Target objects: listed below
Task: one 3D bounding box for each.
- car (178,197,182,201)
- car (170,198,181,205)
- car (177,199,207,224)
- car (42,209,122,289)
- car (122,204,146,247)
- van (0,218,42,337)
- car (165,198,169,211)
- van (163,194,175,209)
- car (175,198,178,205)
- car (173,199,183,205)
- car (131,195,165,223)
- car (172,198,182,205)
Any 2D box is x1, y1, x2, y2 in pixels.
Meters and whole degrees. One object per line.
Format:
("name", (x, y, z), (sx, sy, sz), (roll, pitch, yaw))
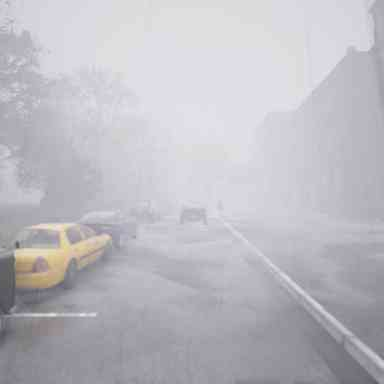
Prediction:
("car", (-3.634, 1.868, 64.690), (2.163, 1.488, 4.792), (1, -2, 2))
("car", (-3.636, 2.156, 75.795), (2.097, 1.535, 5.008), (1, -2, 2))
("car", (0.102, 1.508, 24.995), (1.882, 1.535, 5.008), (0, 0, 0))
("car", (-3.645, 1.485, 9.178), (1.946, 1.575, 5.366), (0, 0, 2))
("car", (-3.653, 1.494, 14.558), (2.097, 1.535, 5.008), (0, 0, 2))
("van", (-3.649, 1.257, 3.540), (1.878, 1.987, 4.442), (0, 0, 2))
("car", (-3.652, 1.560, 31.272), (2.002, 1.452, 4.674), (0, 0, 2))
("van", (-3.649, 1.311, 42.533), (1.878, 1.987, 4.442), (0, 0, 2))
("car", (-3.654, 1.420, 47.955), (2.185, 1.767, 4.553), (0, 0, 2))
("car", (-3.646, 2.506, 86.958), (2.163, 1.488, 4.792), (0, -1, 2))
("car", (-3.654, 1.385, 25.673), (2.185, 1.767, 4.553), (0, 0, 2))
("car", (-3.643, 2.316, 81.354), (2.097, 1.535, 5.008), (0, -1, 2))
